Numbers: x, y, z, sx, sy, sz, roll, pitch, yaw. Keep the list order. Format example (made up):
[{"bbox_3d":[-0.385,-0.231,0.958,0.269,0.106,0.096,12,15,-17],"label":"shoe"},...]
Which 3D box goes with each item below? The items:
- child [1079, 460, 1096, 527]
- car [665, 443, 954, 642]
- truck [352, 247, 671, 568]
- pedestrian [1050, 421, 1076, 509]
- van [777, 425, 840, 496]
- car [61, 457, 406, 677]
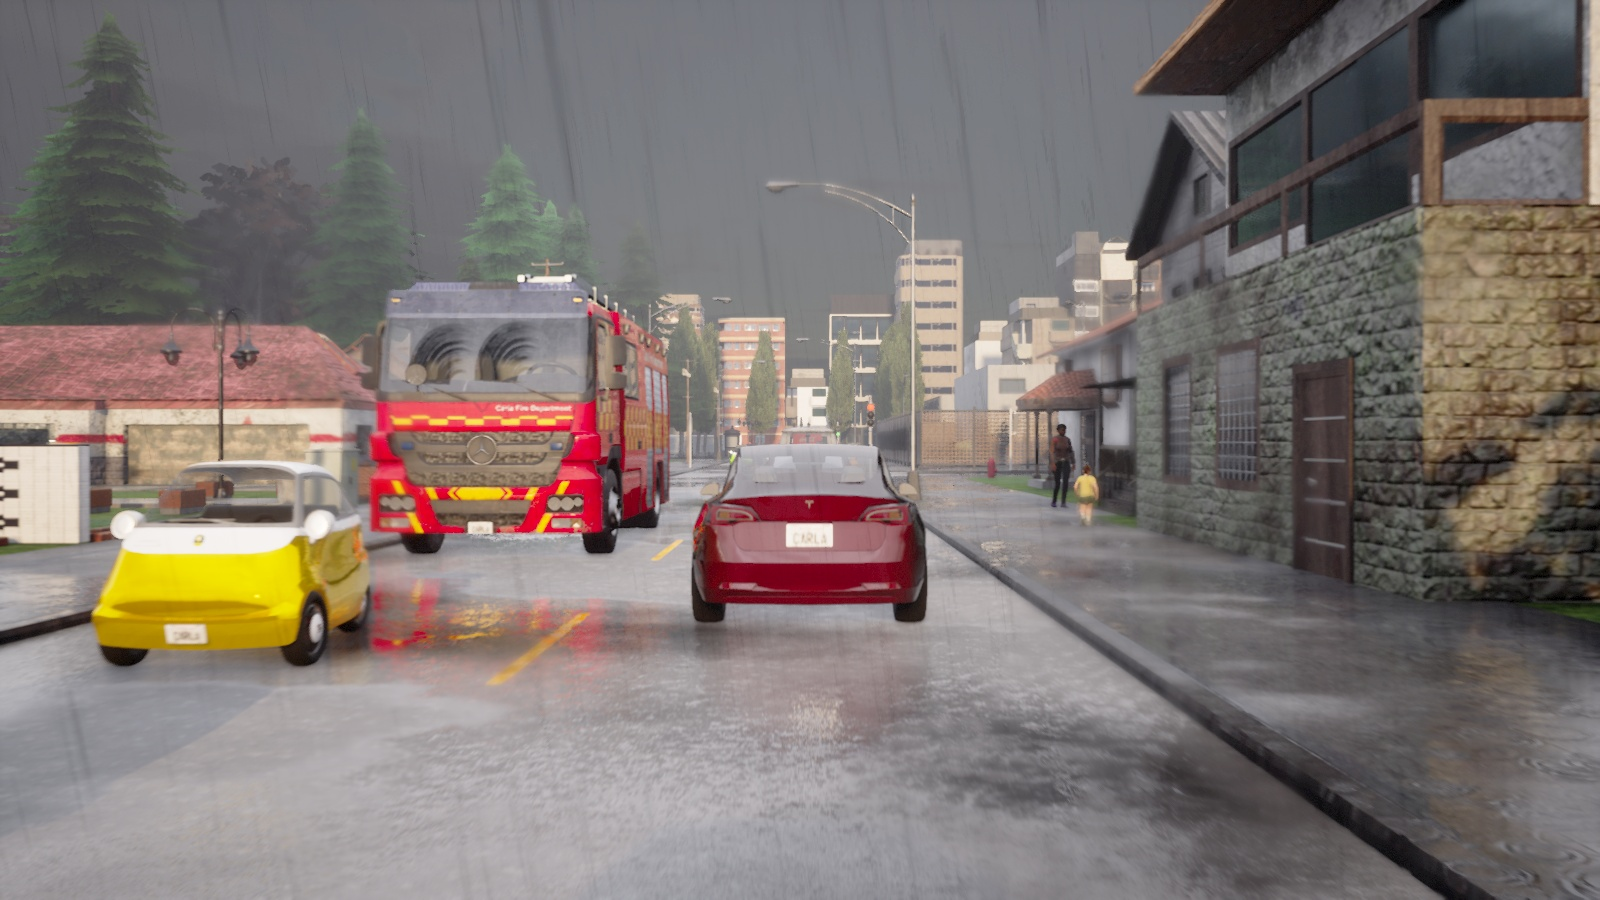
[{"bbox_3d":[4.844,0.721,21.136,0.255,1.110,0.394,0,0,9],"label":"child"},{"bbox_3d":[0.084,0.680,11.801,2.163,1.488,4.792,0,0,0],"label":"car"},{"bbox_3d":[-3.872,-0.529,19.208,2.891,3.827,8.468,0,0,0],"label":"truck"},{"bbox_3d":[5.499,0.312,26.274,0.328,1.805,0.869,0,0,-4],"label":"pedestrian"},{"bbox_3d":[0.244,0.288,37.574,1.775,1.987,4.442,0,0,0],"label":"van"},{"bbox_3d":[-3.931,0.747,9.054,1.481,1.376,2.207,0,0,0],"label":"car"}]
